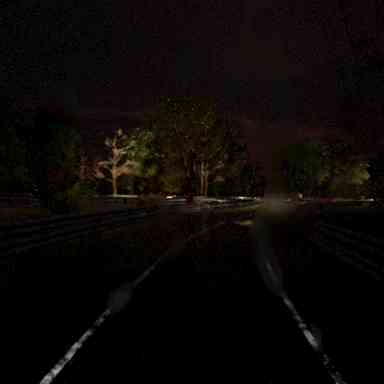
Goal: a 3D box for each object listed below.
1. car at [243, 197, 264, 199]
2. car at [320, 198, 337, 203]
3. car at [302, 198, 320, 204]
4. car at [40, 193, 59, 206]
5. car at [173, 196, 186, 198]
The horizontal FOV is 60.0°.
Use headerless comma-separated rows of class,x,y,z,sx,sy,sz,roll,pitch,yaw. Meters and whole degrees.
car,13.086,1.940,74.400,5.008,1.535,1.882,1,0,-34
car,35.090,2.501,85.209,5.008,1.535,1.882,1,0,-34
car,30.000,2.365,85.967,5.008,1.535,1.882,1,0,-34
car,-19.644,0.942,47.773,4.553,1.767,2.097,1,0,-34
car,-2.115,1.541,68.243,5.008,1.535,1.882,2,0,-34
